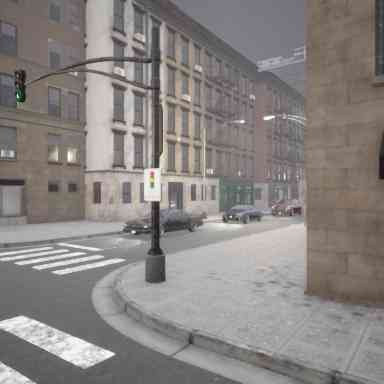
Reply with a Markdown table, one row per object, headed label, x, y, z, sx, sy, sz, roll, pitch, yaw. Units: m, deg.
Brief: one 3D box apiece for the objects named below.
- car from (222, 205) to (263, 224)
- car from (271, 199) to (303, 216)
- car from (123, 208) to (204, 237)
| label | x | y | z | sx | sy | sz | roll | pitch | yaw |
| --- | --- | --- | --- | --- | --- | --- | --- | --- | --- |
| car | 4.064 | 1.696 | 26.503 | 1.994 | 1.385 | 4.181 | 0 | 0 | 36 |
| car | 9.979 | 1.539 | 34.789 | 2.097 | 1.767 | 4.553 | 0 | 0 | 35 |
| car | -1.388 | 1.630 | 18.861 | 2.033 | 1.411 | 5.357 | 0 | 0 | 35 |
